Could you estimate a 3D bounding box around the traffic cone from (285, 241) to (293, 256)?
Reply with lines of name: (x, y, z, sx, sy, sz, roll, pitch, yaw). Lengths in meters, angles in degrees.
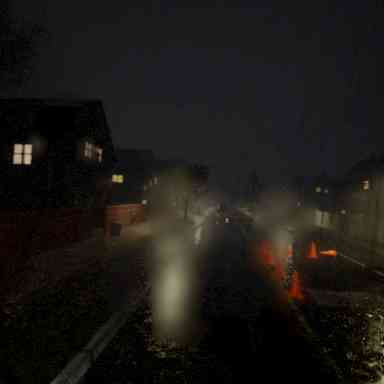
traffic cone: (3.989, 2.330, 13.836, 0.340, 0.580, 0.340, 3, -1, 5)

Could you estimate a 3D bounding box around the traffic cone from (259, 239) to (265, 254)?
traffic cone: (2.996, 2.285, 13.926, 0.340, 0.580, 0.340, 3, -1, 5)

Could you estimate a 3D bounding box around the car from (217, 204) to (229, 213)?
car: (5.069, 2.664, 54.800, 1.812, 1.442, 4.674, 3, -1, 5)

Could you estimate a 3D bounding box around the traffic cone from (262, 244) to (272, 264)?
traffic cone: (2.818, 2.247, 11.934, 0.340, 0.580, 0.340, 3, -1, 5)

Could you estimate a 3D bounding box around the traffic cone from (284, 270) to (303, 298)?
traffic cone: (2.462, 2.175, 7.950, 0.340, 0.580, 0.340, 3, -1, 5)

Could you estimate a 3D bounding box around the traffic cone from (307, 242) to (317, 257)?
traffic cone: (4.984, 2.376, 13.747, 0.340, 0.580, 0.340, 3, -1, 5)

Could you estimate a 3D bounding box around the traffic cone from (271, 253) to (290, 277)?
traffic cone: (2.640, 2.211, 9.942, 0.340, 0.580, 0.340, 3, -1, 5)
